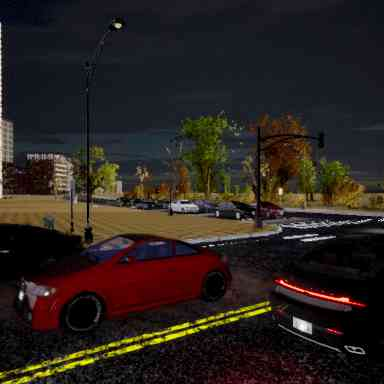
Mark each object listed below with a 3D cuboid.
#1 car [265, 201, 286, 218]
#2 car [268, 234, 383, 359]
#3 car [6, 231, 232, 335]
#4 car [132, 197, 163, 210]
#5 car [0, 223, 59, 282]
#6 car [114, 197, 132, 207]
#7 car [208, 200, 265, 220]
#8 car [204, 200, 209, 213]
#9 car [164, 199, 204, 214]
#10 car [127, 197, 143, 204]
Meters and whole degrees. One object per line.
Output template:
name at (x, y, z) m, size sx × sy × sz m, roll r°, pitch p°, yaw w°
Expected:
car at (6.597, 1.573, 30.849) m, size 1.812 × 1.442 × 4.674 m, roll 0°, pitch 0°, yaw -30°
car at (3.452, 1.504, 5.733) m, size 4.892 × 1.490 × 1.837 m, roll 0°, pitch 0°, yaw -34°
car at (-1.219, 1.564, 6.725) m, size 4.181 × 1.385 × 1.994 m, roll 0°, pitch 0°, yaw -34°
car at (-6.189, 1.667, 45.535) m, size 1.994 × 1.385 × 4.181 m, roll 0°, pitch 0°, yaw -31°
car at (-4.957, 1.525, 8.099) m, size 4.674 × 1.442 × 1.812 m, roll 0°, pitch 0°, yaw -35°
car at (-11.238, 1.627, 54.202) m, size 1.837 × 1.490 × 4.892 m, roll 0°, pitch 0°, yaw -29°
car at (3.795, 1.564, 29.216) m, size 1.837 × 1.490 × 4.892 m, roll 0°, pitch 0°, yaw -32°
car at (1.511, 1.618, 39.111) m, size 2.033 × 1.411 × 5.357 m, roll 0°, pitch 0°, yaw -32°
car at (-1.007, 1.607, 37.004) m, size 1.812 × 1.442 × 4.674 m, roll 0°, pitch 0°, yaw -31°
car at (-11.849, 1.681, 68.807) m, size 1.994 × 1.385 × 4.181 m, roll 0°, pitch 0°, yaw -29°
